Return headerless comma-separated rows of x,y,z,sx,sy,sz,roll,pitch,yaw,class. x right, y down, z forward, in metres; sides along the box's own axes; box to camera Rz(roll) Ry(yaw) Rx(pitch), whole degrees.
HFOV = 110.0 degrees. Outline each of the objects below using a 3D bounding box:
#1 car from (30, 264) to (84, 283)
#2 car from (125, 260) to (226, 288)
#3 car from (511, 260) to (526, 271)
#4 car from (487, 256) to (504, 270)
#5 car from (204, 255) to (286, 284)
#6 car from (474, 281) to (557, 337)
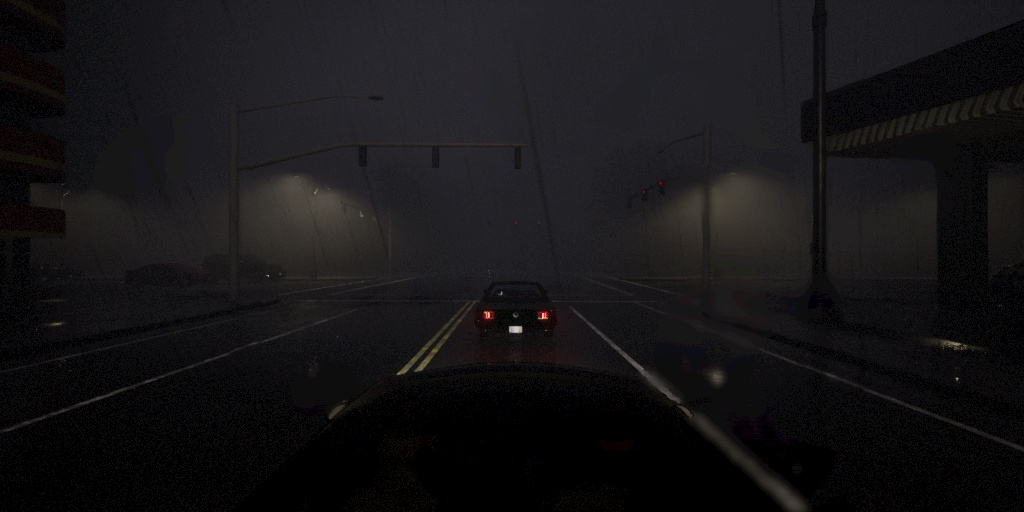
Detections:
-34.904,1.312,26.792,4.181,1.385,1.994,0,0,1,car
-21.793,1.226,23.051,5.008,1.535,1.882,0,0,1,car
0.925,1.239,49.636,2.128,1.511,4.902,0,0,1,car
-2.709,1.237,53.962,2.128,1.511,4.902,0,0,1,car
-19.888,0.971,26.537,5.566,2.045,2.150,0,0,1,car
0.099,1.350,10.218,1.895,1.301,4.718,0,0,0,car
